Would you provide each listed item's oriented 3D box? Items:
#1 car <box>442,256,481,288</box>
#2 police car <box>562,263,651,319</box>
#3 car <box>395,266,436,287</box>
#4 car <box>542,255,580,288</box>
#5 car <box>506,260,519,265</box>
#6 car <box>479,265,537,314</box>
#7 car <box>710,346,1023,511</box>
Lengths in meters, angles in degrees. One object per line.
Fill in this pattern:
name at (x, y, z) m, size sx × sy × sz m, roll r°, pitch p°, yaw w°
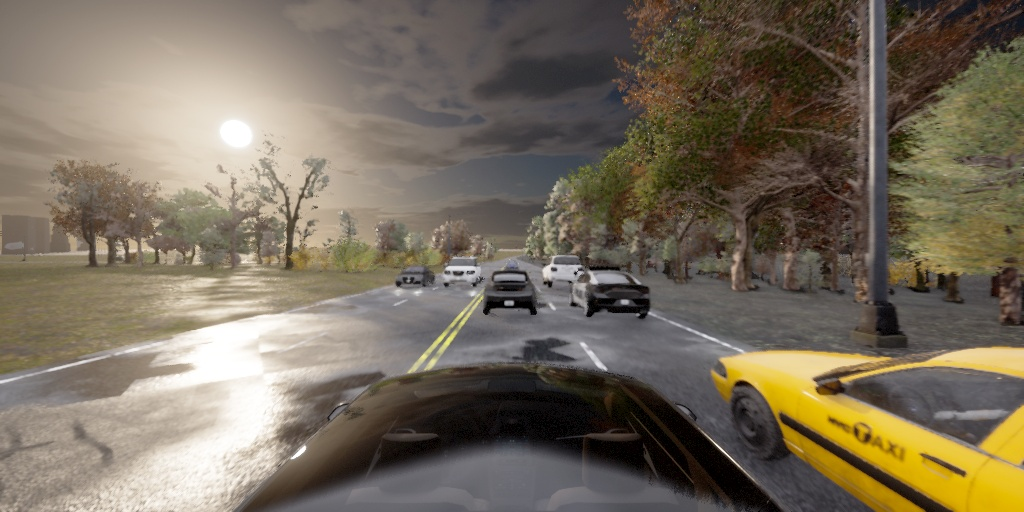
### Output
car at (-3.354, 1.047, 25.070) m, size 2.150 × 2.045 × 5.566 m, roll 0°, pitch 0°, yaw 0°
police car at (3.257, 1.182, 12.935) m, size 1.930 × 1.638 × 5.238 m, roll 1°, pitch -1°, yaw 0°
car at (-6.602, 1.388, 24.846) m, size 1.994 × 1.385 × 4.181 m, roll 0°, pitch 0°, yaw 0°
car at (3.257, 1.008, 23.857) m, size 2.150 × 2.045 × 5.566 m, roll 1°, pitch -1°, yaw 0°
car at (0.037, 1.473, 54.165) m, size 2.033 × 1.411 × 5.357 m, roll 0°, pitch 0°, yaw 0°
car at (-0.072, 1.292, 14.104) m, size 1.837 × 1.490 × 4.892 m, roll 0°, pitch 0°, yaw 0°
car at (3.234, 1.189, 2.005) m, size 1.801 × 1.575 × 5.366 m, roll -1°, pitch 0°, yaw 0°
